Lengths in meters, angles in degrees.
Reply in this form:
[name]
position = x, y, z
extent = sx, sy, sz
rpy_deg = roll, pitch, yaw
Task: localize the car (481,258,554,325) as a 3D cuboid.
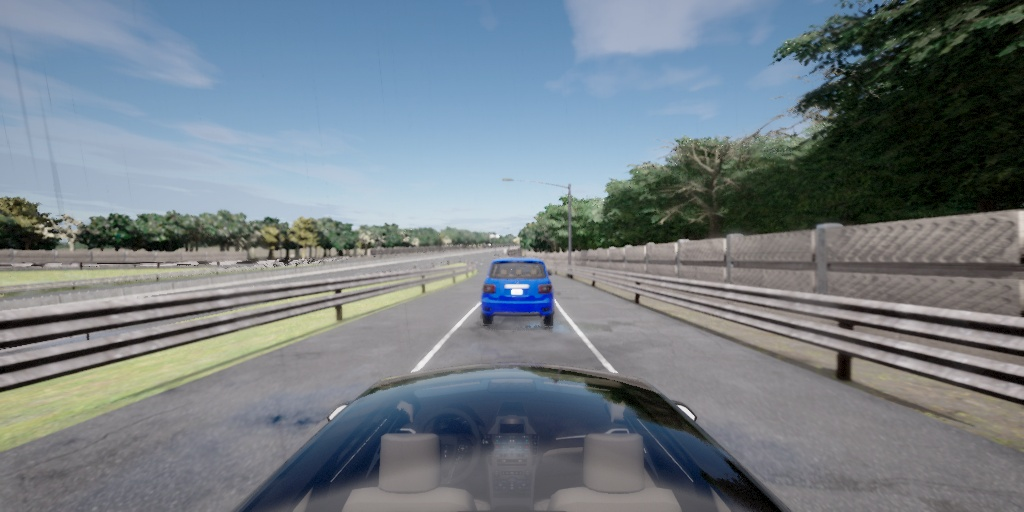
[car]
position = 0.238, 1.090, 12.434
extent = 2.150, 2.045, 5.566
rpy_deg = 0, 0, 2
